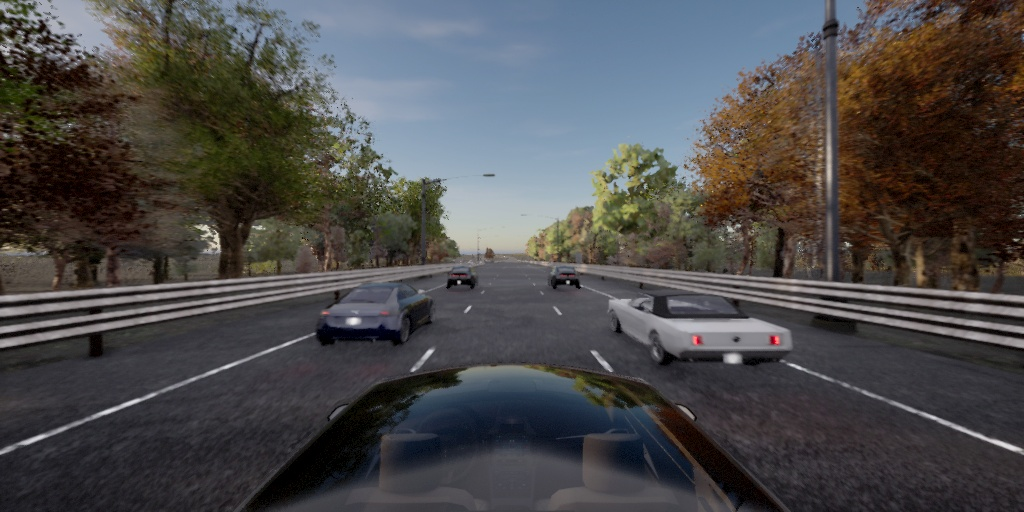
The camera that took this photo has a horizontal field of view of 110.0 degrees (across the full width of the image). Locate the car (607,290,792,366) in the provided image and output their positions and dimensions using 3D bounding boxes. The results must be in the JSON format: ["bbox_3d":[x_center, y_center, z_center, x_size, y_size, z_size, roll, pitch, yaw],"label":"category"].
[{"bbox_3d":[3.599,1.409,8.060,1.895,1.301,4.718,0,-1,0],"label":"car"}]

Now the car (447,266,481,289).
[{"bbox_3d":[-3.402,1.475,25.476,1.837,1.490,4.892,0,-1,0],"label":"car"}]

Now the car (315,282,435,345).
[{"bbox_3d":[-3.400,1.387,9.715,1.994,1.385,4.181,0,-1,0],"label":"car"}]

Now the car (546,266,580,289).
[{"bbox_3d":[3.598,1.475,25.465,1.837,1.490,4.892,0,-1,0],"label":"car"}]
